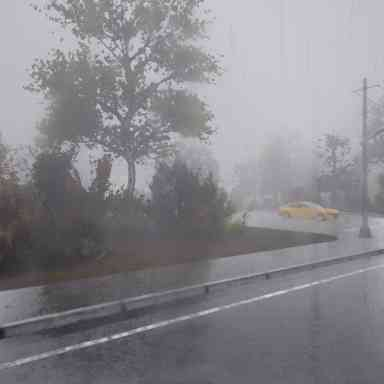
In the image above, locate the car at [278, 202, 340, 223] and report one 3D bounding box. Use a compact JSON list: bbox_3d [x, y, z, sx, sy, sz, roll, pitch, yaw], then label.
[{"bbox_3d":[9.341,1.566,26.879,1.882,1.535,5.008,0,0,-39],"label":"car"}]
